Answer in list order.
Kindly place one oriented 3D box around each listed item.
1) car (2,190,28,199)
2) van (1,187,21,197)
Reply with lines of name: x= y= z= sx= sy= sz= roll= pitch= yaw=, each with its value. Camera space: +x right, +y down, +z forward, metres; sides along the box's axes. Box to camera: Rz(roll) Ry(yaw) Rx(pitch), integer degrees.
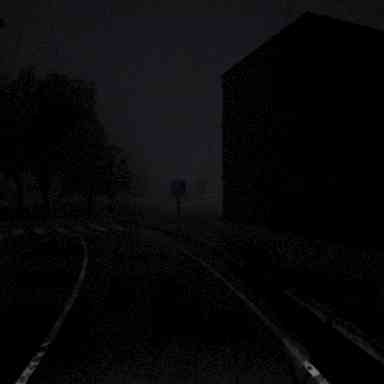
car: x=-42.561 y=0.959 z=80.839 sx=2.097 sy=1.535 sz=5.008 roll=4 pitch=2 yaw=30
van: x=-44.418 y=0.529 z=83.221 sx=1.878 sy=1.987 sz=4.442 roll=4 pitch=2 yaw=30
